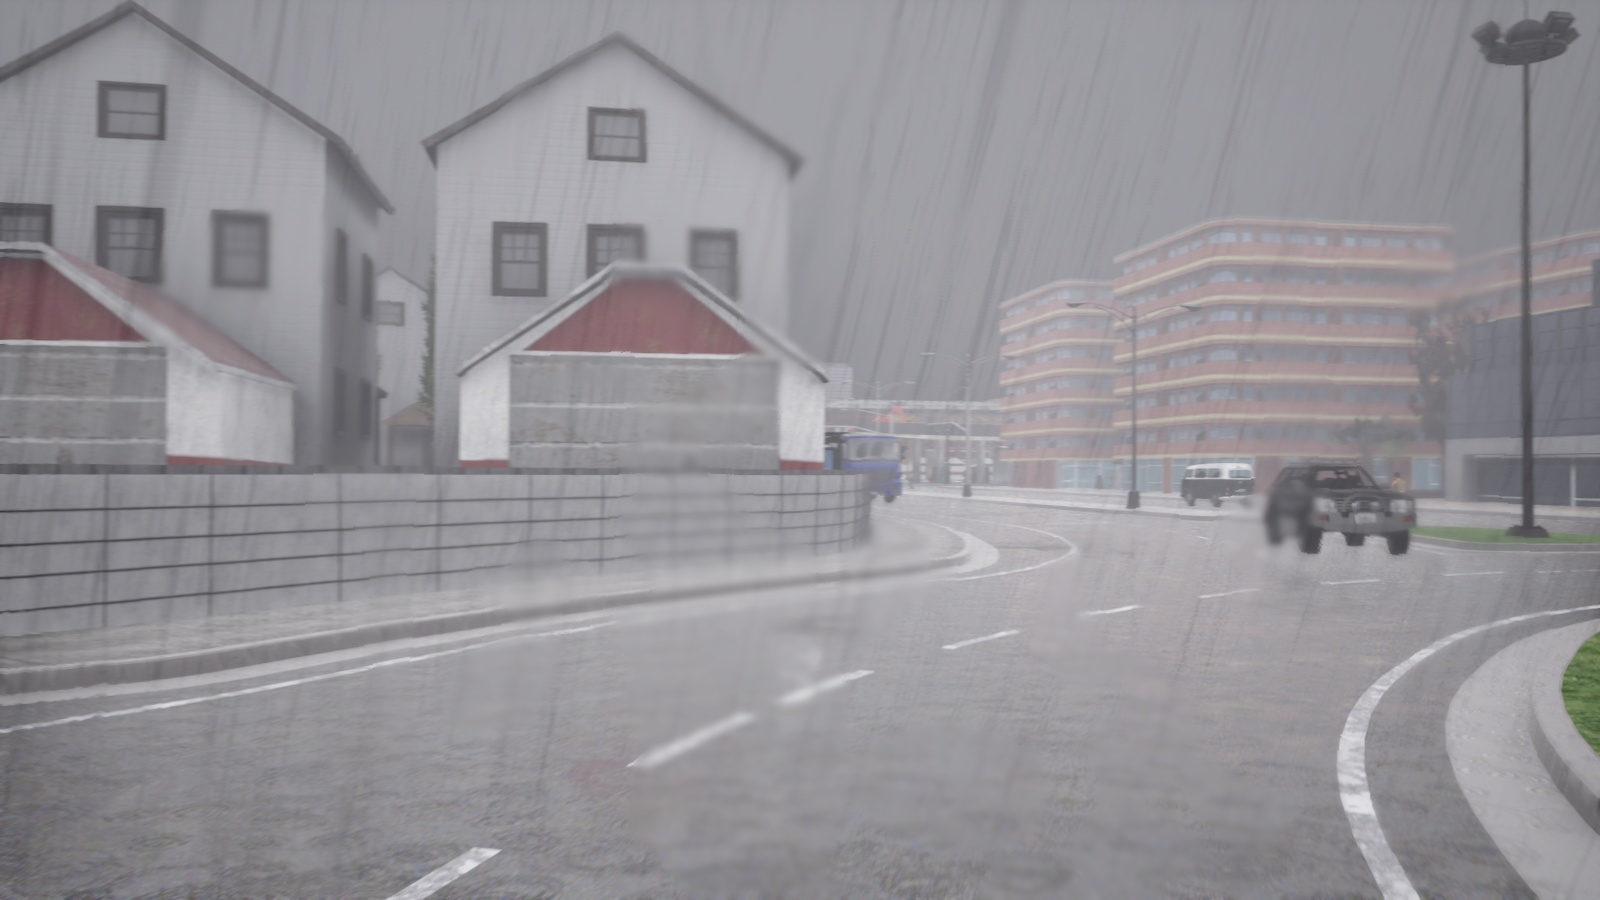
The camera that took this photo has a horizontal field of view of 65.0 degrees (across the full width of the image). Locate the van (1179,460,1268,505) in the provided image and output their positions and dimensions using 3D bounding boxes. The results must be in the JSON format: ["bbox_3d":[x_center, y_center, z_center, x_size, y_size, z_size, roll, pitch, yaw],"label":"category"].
[{"bbox_3d":[19.714,1.487,58.663,2.069,2.038,4.480,0,-1,-10],"label":"van"}]

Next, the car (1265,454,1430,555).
[{"bbox_3d":[10.995,1.041,25.600,1.932,1.855,4.605,0,-1,8],"label":"car"}]

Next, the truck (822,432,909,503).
[{"bbox_3d":[3.301,0.930,65.670,2.891,3.462,7.936,0,-1,-10],"label":"truck"}]
